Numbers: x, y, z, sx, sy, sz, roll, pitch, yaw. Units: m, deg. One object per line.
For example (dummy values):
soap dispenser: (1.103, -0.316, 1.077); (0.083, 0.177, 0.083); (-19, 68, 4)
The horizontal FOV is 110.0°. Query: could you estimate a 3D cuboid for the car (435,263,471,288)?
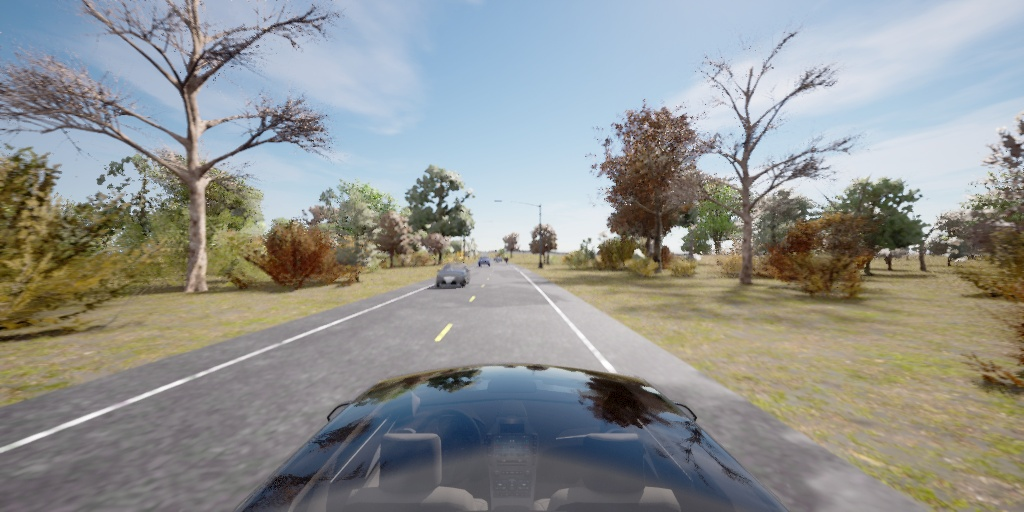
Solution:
car: (-3.801, 1.237, 23.831); (2.128, 1.511, 4.902); (0, 0, -1)
